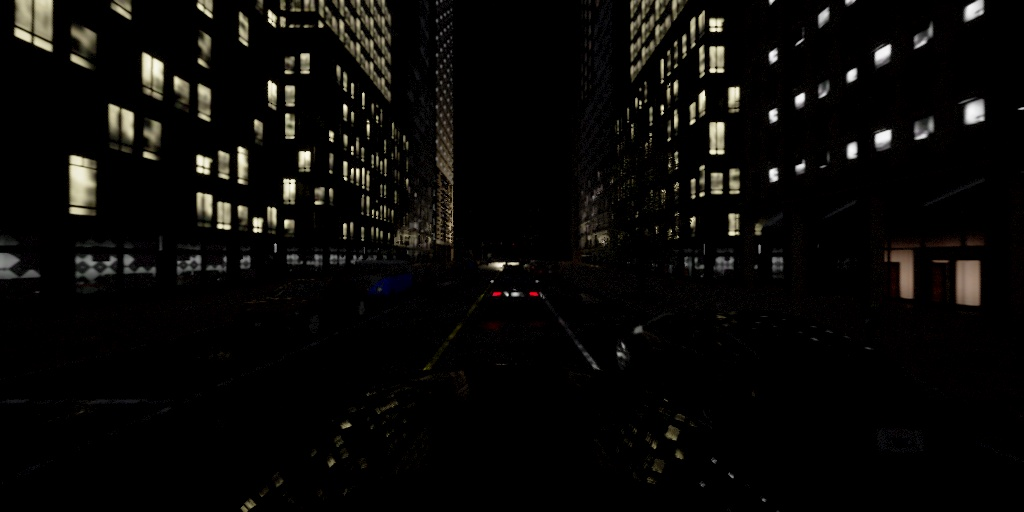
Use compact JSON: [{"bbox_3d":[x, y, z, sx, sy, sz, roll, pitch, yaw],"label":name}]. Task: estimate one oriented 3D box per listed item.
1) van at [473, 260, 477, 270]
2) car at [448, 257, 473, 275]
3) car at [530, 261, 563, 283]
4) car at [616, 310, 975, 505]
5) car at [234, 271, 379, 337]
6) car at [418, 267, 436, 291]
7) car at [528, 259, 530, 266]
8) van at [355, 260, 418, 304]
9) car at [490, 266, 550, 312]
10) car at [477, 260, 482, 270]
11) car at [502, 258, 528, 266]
[{"bbox_3d":[-5.673,1.061,44.431,1.690,1.789,3.998,0,0,0],"label":"van"},{"bbox_3d":[-5.675,1.165,38.738,1.967,1.591,4.097,0,0,0],"label":"car"},{"bbox_3d":[2.701,1.174,27.336,1.967,1.591,4.097,0,0,0],"label":"car"},{"bbox_3d":[2.692,1.315,4.569,1.948,1.339,4.313,0,0,0],"label":"car"},{"bbox_3d":[-5.686,1.291,10.277,1.888,1.381,4.507,0,0,0],"label":"car"},{"bbox_3d":[-5.682,1.321,21.662,1.802,1.307,4.207,0,0,0],"label":"car"},{"bbox_3d":[2.705,1.307,38.721,1.802,1.307,4.207,0,0,0],"label":"car"},{"bbox_3d":[-5.684,1.084,15.970,1.690,1.789,3.998,0,0,0],"label":"van"},{"bbox_3d":[0.107,1.291,14.158,2.033,1.411,5.357,0,0,0],"label":"car"},{"bbox_3d":[-5.671,1.280,50.124,1.948,1.339,4.313,0,0,0],"label":"car"},{"bbox_3d":[0.114,1.222,32.766,2.128,1.511,4.902,0,0,0],"label":"car"}]
